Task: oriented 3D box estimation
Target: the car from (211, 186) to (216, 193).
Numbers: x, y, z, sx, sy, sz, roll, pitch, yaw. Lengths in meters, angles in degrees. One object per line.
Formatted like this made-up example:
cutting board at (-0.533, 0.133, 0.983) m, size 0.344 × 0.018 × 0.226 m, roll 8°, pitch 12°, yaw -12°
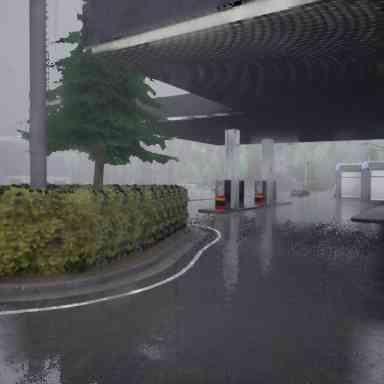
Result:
car at (6.257, -0.614, 65.259) m, size 5.027 × 1.636 × 2.152 m, roll 2°, pitch 2°, yaw 36°

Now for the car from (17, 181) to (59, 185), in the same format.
car at (-16.347, -0.105, 35.232) m, size 3.866 × 1.878 × 1.905 m, roll 2°, pitch 2°, yaw 36°

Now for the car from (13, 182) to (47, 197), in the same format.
car at (-20.765, -0.365, 42.521) m, size 4.605 × 1.855 × 1.932 m, roll 2°, pitch 2°, yaw 36°

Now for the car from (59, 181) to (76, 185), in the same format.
car at (-25.413, -1.183, 65.625) m, size 3.866 × 1.878 × 1.905 m, roll 2°, pitch 2°, yaw 36°

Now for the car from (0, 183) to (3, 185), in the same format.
car at (-32.956, -0.842, 55.296) m, size 5.027 × 1.636 × 2.152 m, roll 2°, pitch 2°, yaw 36°

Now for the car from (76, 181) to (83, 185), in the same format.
car at (-24.033, -1.234, 68.215) m, size 4.605 × 1.855 × 1.932 m, roll 2°, pitch 2°, yaw 36°

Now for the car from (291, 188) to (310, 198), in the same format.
car at (17.036, 0.081, 52.033) m, size 2.128 × 1.511 × 4.902 m, roll 2°, pitch 2°, yaw 36°
